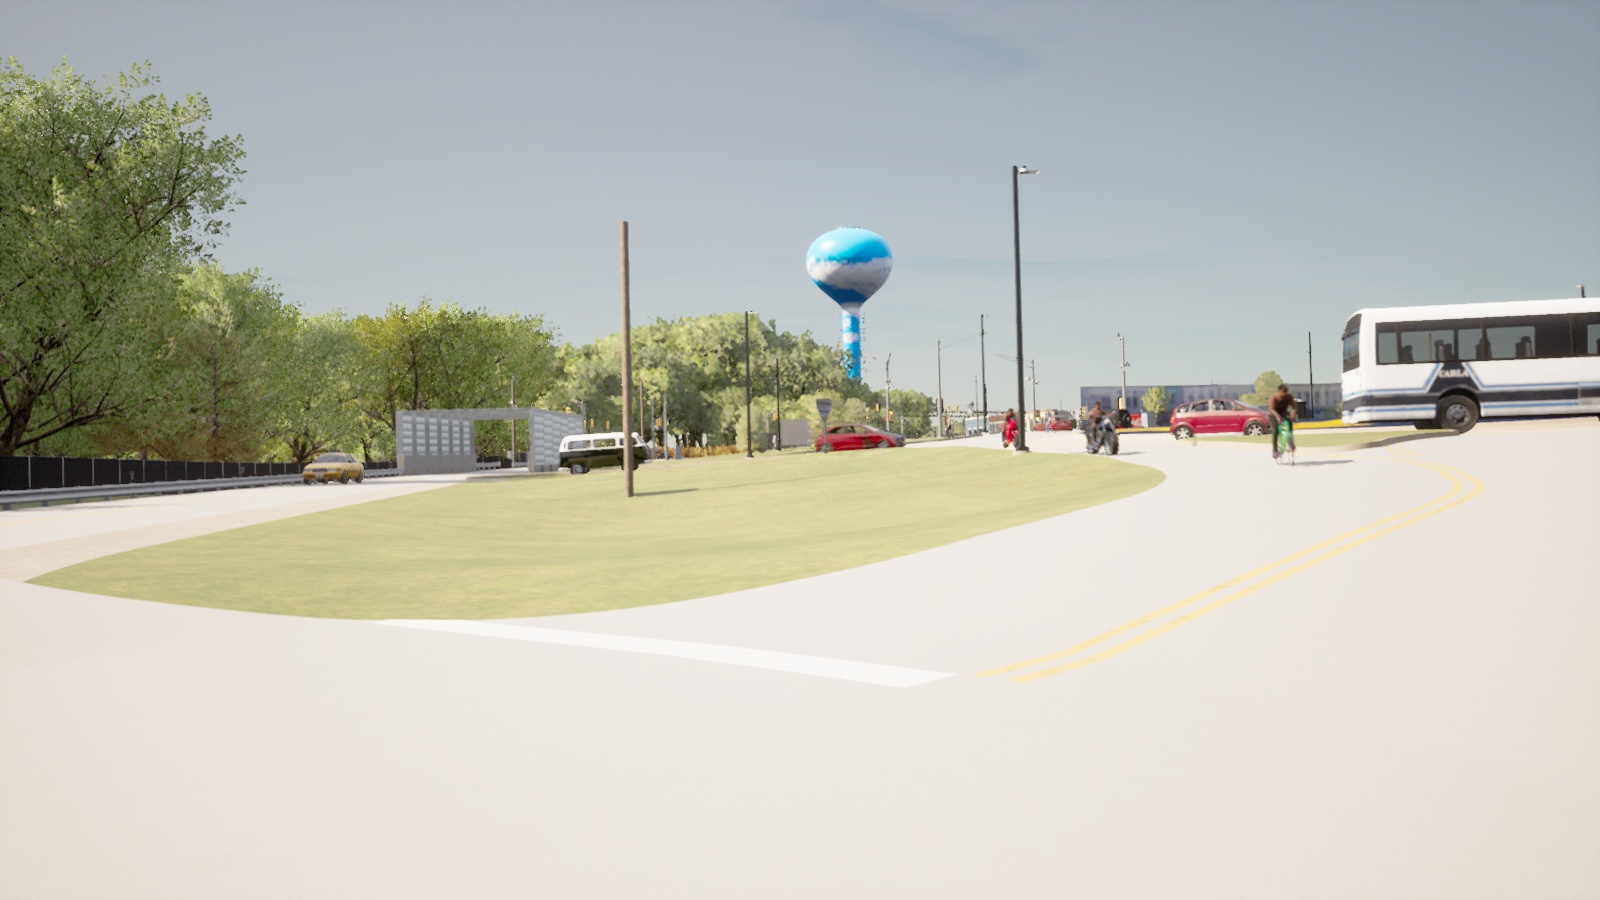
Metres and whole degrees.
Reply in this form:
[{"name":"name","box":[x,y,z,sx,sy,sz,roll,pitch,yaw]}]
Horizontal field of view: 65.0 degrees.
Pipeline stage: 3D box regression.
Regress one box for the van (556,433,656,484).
[{"name":"van","box":[-9.488,0.381,61.751,4.480,2.038,2.069,-5,1,-1]}]

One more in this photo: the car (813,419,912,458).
[{"name":"car","box":[2.924,-0.541,58.724,4.193,1.474,1.816,-4,0,20]}]

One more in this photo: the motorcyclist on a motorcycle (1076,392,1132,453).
[{"name":"motorcyclist on a motorcycle","box":[8.791,-0.787,36.415,0.766,1.649,2.350,-4,1,-6]}]

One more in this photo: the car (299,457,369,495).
[{"name":"car","box":[-21.518,1.179,58.195,1.801,1.575,5.366,-2,0,-7]}]

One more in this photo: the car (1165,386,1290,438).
[{"name":"car","box":[14.913,-1.281,43.876,3.705,1.549,1.789,-4,-2,39]}]

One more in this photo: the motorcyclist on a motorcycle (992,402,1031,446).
[{"name":"motorcyclist on a motorcycle","box":[7.770,-0.933,46.158,0.797,1.523,2.044,-3,0,-7]}]

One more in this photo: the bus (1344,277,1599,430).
[{"name":"bus","box":[23.644,-3.082,40.690,10.273,4.253,3.944,-3,-2,12]}]

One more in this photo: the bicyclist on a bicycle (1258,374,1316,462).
[{"name":"bicyclist on a bicycle","box":[9.553,-0.646,24.690,0.582,1.620,1.656,-5,2,8]}]
